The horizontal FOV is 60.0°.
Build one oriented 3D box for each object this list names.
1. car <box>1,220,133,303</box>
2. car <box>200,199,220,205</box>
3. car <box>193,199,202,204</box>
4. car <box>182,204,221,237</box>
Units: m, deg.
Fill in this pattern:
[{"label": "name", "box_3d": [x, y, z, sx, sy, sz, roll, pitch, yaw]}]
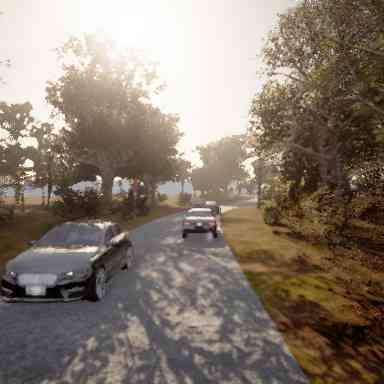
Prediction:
[{"label": "car", "box_3d": [-2.754, 1.508, 8.401, 2.128, 1.511, 4.902, 0, 0, 1]}, {"label": "car", "box_3d": [2.394, 1.853, 40.121, 1.812, 1.442, 4.674, 0, -1, 7]}, {"label": "car", "box_3d": [1.353, 1.903, 52.415, 2.097, 1.767, 4.553, 0, -1, 11]}, {"label": "car", "box_3d": [0.472, 1.614, 18.495, 2.033, 1.411, 5.357, 0, 0, 3]}]
